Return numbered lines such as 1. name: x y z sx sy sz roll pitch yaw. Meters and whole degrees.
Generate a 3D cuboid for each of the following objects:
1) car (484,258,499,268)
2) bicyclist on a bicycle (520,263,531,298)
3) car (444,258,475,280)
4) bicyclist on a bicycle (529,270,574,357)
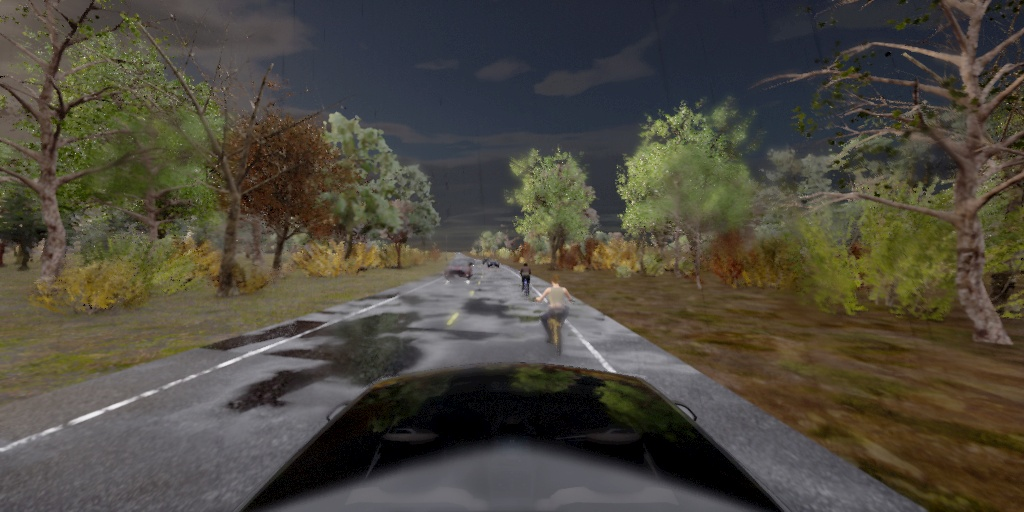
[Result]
1. car: -3.187 1.217 58.822 1.895 1.301 4.718 0 0 -6
2. bicyclist on a bicycle: 0.668 1.181 17.291 0.582 1.620 1.656 0 0 -2
3. car: -4.523 1.058 30.810 2.097 1.767 4.553 0 0 -3
4. bicyclist on a bicycle: 0.906 1.180 7.529 0.866 1.612 1.509 0 0 -1
